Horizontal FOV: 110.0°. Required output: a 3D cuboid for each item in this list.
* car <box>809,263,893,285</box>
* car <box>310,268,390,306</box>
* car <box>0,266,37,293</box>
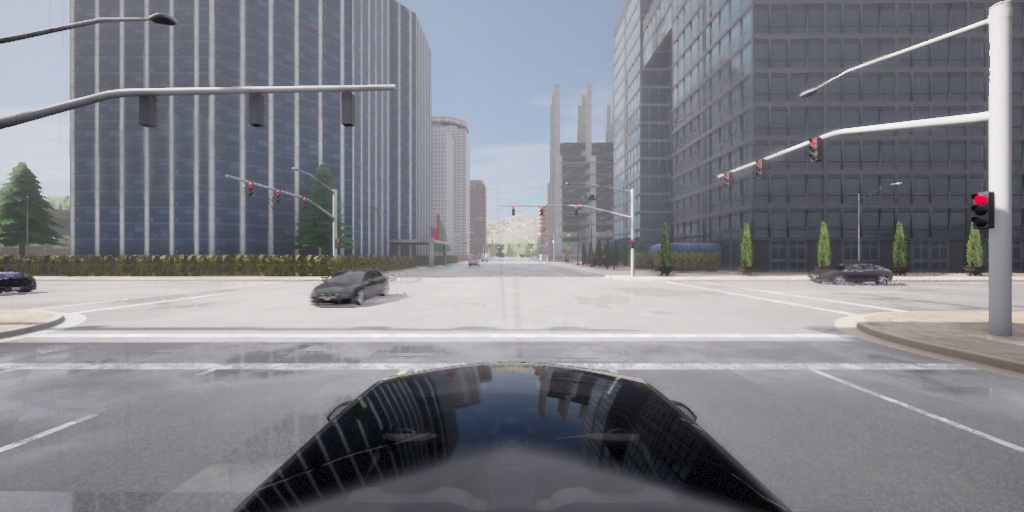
[{"bbox_3d":[23.630,1.252,25.103,4.892,1.490,1.837,0,0,1],"label":"car"},{"bbox_3d":[-6.999,1.322,15.992,1.837,1.490,4.892,0,1,0],"label":"car"},{"bbox_3d":[-27.670,1.101,18.426,4.553,1.767,2.097,0,0,1],"label":"car"}]
